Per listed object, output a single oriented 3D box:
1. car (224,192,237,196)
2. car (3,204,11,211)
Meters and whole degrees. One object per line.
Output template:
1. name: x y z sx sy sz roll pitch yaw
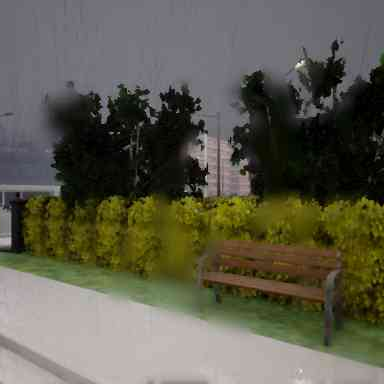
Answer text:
1. car: 7.958 0.710 70.774 2.128 1.511 4.902 0 1 35
2. car: -18.867 1.498 38.793 2.033 1.411 5.357 0 0 35
